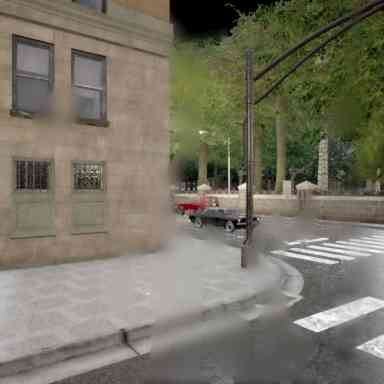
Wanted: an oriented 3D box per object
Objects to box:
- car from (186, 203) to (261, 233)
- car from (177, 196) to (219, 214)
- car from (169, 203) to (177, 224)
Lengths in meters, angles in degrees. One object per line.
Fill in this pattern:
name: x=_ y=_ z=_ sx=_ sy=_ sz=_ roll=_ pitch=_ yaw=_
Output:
car: x=1.882 y=1.585 z=19.901 sx=1.895 sy=1.301 sz=4.718 roll=0 pitch=0 yaw=-35
car: x=0.639 y=1.285 z=31.844 sx=2.192 sy=1.841 sz=5.009 roll=0 pitch=0 yaw=-35
car: x=-3.133 y=1.544 z=22.308 sx=1.947 sy=1.339 sz=4.313 roll=0 pitch=0 yaw=-35
